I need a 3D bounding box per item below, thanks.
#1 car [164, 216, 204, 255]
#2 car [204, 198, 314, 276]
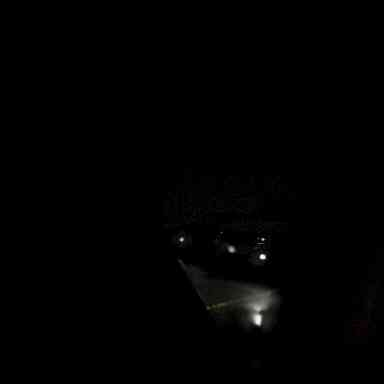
[{"bbox_3d":[1.307,1.545,13.519,5.357,1.411,2.033,0,0,-35],"label":"car"},{"bbox_3d":[3.342,1.220,10.685,5.566,2.045,2.150,0,0,-35],"label":"car"}]
